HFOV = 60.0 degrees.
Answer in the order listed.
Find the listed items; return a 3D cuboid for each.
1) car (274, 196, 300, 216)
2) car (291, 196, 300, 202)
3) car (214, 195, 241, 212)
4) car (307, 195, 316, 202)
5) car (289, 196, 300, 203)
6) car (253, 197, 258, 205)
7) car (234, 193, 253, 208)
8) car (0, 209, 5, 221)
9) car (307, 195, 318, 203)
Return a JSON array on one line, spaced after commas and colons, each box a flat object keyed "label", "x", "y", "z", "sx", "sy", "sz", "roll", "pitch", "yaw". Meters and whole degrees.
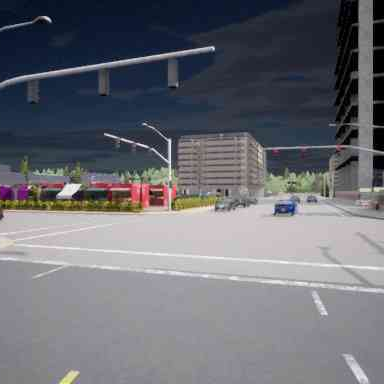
[{"label": "car", "x": 9.317, "y": 1.478, "z": 33.008, "sx": 1.882, "sy": 1.535, "sz": 5.008, "roll": 0, "pitch": 0, "yaw": 22}, {"label": "car", "x": 24.373, "y": 1.553, "z": 78.308, "sx": 1.994, "sy": 1.385, "sz": 4.181, "roll": 0, "pitch": 0, "yaw": 18}, {"label": "car", "x": 4.024, "y": 1.491, "z": 39.686, "sx": 2.128, "sy": 1.511, "sz": 4.902, "roll": 0, "pitch": 0, "yaw": 18}, {"label": "car", "x": 27.840, "y": 1.524, "z": 77.641, "sx": 1.812, "sy": 1.442, "sz": 4.674, "roll": 0, "pitch": 0, "yaw": 18}, {"label": "car", "x": 21.273, "y": 1.554, "z": 68.959, "sx": 1.994, "sy": 1.385, "sz": 4.181, "roll": 0, "pitch": 0, "yaw": 18}, {"label": "car", "x": 10.359, "y": 1.564, "z": 58.613, "sx": 1.994, "sy": 1.385, "sz": 4.181, "roll": 0, "pitch": 0, "yaw": 19}, {"label": "car", "x": 7.157, "y": 1.221, "z": 49.079, "sx": 2.150, "sy": 2.045, "sz": 5.566, "roll": 0, "pitch": 0, "yaw": 18}, {"label": "car", "x": -17.102, "y": 1.533, "z": 26.147, "sx": 5.008, "sy": 1.535, "sz": 1.882, "roll": 0, "pitch": 0, "yaw": 19}, {"label": "car", "x": 24.573, "y": 1.541, "z": 67.778, "sx": 2.033, "sy": 1.411, "sz": 5.357, "roll": 0, "pitch": 0, "yaw": 18}]
